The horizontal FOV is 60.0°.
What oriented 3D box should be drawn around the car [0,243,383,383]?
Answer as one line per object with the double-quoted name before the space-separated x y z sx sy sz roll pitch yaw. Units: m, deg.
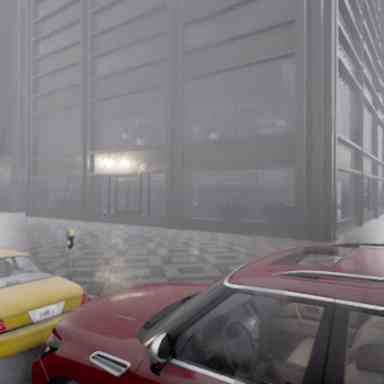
"car" 1.018 1.314 2.237 5.009 1.841 2.192 0 0 35
